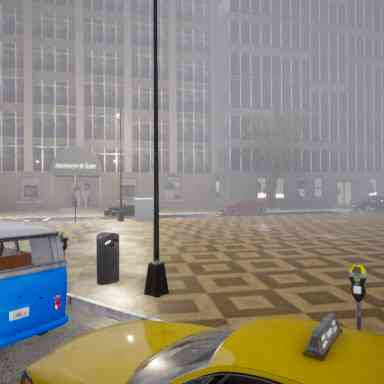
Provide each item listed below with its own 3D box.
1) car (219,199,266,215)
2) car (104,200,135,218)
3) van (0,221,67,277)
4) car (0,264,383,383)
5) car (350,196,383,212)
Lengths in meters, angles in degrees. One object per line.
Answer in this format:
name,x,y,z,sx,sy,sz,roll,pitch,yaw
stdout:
car,4.527,1.320,29.940,4.181,1.385,1.994,0,0,-14
car,-5.186,1.396,27.514,4.181,1.385,1.994,0,0,-14
van,-3.745,1.343,5.387,3.998,1.788,1.690,0,0,35
car,0.627,1.526,2.279,4.829,1.417,1.752,0,0,35
car,18.308,1.165,33.349,4.892,1.490,1.837,0,0,-14
